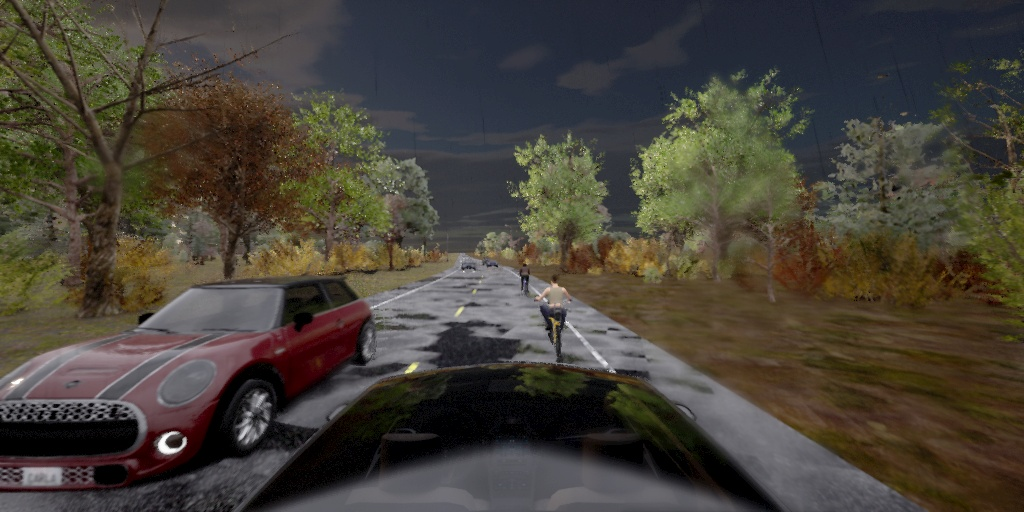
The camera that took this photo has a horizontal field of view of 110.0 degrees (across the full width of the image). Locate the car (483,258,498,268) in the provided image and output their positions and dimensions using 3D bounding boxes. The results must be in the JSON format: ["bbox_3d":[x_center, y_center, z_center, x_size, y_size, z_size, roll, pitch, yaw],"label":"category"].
[{"bbox_3d":[-3.400,1.311,60.945,1.895,1.301,4.718,0,0,-6],"label":"car"}]

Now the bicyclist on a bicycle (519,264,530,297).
[{"bbox_3d":[0.647,1.209,18.021,0.582,1.620,1.656,0,0,-2],"label":"bicyclist on a bicycle"}]

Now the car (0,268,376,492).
[{"bbox_3d":[-3.646,1.104,5.005,2.097,1.767,4.553,0,0,-1],"label":"car"}]

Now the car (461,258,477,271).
[{"bbox_3d":[-5.847,1.297,48.734,1.994,1.385,4.181,0,0,-5],"label":"car"}]

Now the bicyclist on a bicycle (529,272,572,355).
[{"bbox_3d":[0.908,1.189,7.695,0.866,1.612,1.509,0,0,-1],"label":"bicyclist on a bicycle"}]
